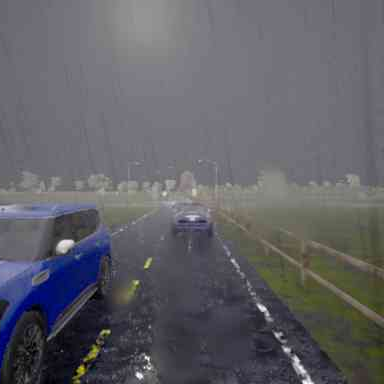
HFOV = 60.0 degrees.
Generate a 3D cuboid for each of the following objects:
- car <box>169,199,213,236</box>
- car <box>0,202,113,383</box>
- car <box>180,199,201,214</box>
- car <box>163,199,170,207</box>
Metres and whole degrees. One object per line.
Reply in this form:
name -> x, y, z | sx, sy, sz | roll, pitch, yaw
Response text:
car -> 0.008, 1.364, 18.584 | 2.097, 1.767, 4.553 | 0, 0, 0
car -> -2.861, 1.227, 5.436 | 2.150, 2.045, 5.566 | 0, 0, 0
car -> -0.217, 1.507, 35.981 | 2.128, 1.511, 4.902 | 0, 0, -1
car -> -3.345, 1.660, 50.001 | 1.895, 1.301, 4.718 | 0, 0, -1
